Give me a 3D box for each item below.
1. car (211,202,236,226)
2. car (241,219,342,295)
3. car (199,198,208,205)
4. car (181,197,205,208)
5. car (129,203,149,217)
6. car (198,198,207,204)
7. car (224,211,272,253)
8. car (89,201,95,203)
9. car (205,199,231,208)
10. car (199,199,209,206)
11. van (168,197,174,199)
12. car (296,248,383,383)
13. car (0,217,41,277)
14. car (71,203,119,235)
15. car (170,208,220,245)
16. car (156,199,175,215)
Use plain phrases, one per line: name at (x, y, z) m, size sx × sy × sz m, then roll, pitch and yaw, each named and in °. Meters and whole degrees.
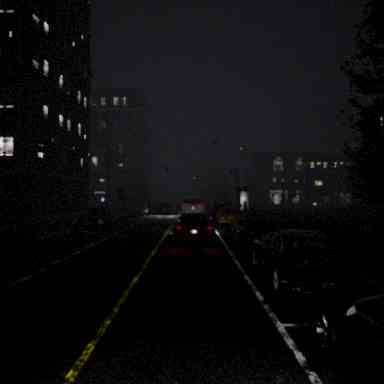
car at (2.685, 1.773, 25.527) m, size 1.752 × 1.417 × 4.829 m, roll 0°, pitch -1°, yaw 0°
car at (2.688, 1.636, 8.738) m, size 2.008 × 1.369 × 4.403 m, roll 0°, pitch -1°, yaw 0°
car at (2.673, 2.256, 80.083) m, size 1.967 × 1.590 × 4.097 m, roll 0°, pitch -1°, yaw 0°
car at (0.094, 1.538, 32.667) m, size 2.150 × 2.045 × 5.566 m, roll 0°, pitch -1°, yaw 0°
car at (-5.699, 1.877, 36.265) m, size 1.752 × 1.417 × 4.829 m, roll 0°, pitch -1°, yaw 0°
car at (2.671, 2.320, 85.779) m, size 1.967 × 1.590 × 4.097 m, roll 0°, pitch -1°, yaw 0°
car at (2.687, 1.705, 14.278) m, size 1.947 × 1.339 × 4.313 m, roll 0°, pitch -1°, yaw 0°
car at (-17.284, 1.756, 50.668) m, size 5.009 × 1.841 × 2.192 m, roll 0°, pitch -1°, yaw 0°
car at (2.684, 1.615, 30.898) m, size 2.192 × 1.841 × 5.009 m, roll 0°, pitch -1°, yaw 0°
car at (2.674, 2.302, 74.385) m, size 2.008 × 1.369 × 4.403 m, roll 0°, pitch -1°, yaw 0°
van at (-5.711, 2.287, 91.476) m, size 1.690 × 1.788 × 3.998 m, roll 0°, pitch -1°, yaw 0°
car at (2.689, 1.597, 3.201) m, size 1.947 × 1.339 × 4.313 m, roll 0°, pitch -1°, yaw 0°
car at (-5.693, 1.525, 8.738) m, size 1.967 × 1.590 × 4.097 m, roll 0°, pitch -1°, yaw 0°
car at (-5.695, 1.633, 19.817) m, size 1.967 × 1.590 × 4.097 m, roll 0°, pitch -1°, yaw 0°
car at (0.097, 1.724, 16.539) m, size 1.994 × 1.385 × 4.181 m, roll 0°, pitch -1°, yaw 0°
car at (-3.044, 1.891, 39.617) m, size 1.837 × 1.490 × 4.892 m, roll 0°, pitch -1°, yaw 1°
